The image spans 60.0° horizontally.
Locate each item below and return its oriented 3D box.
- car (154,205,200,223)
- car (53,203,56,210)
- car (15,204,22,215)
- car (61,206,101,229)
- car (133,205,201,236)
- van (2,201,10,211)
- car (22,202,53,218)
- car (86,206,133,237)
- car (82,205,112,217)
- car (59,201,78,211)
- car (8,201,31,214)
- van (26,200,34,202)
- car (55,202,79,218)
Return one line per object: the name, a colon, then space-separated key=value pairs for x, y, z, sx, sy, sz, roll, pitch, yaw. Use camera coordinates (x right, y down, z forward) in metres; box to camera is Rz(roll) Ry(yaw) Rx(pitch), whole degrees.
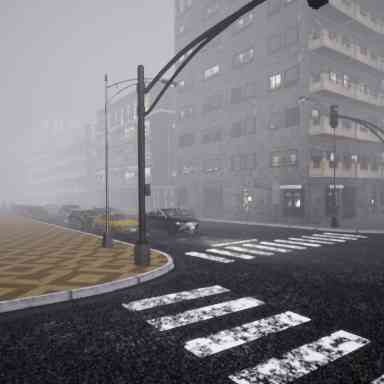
car: x=-1.452 y=1.915 z=30.434 sx=2.008 sy=1.369 sz=4.403 roll=-2 pitch=0 yaw=-36
car: x=-23.805 y=2.517 z=56.527 sx=1.994 sy=1.385 sz=4.181 roll=-1 pitch=-1 yaw=-37
car: x=-21.590 y=2.392 z=43.702 sx=1.802 sy=1.307 sz=4.206 roll=-2 pitch=0 yaw=-36
car: x=-8.205 y=2.002 z=25.473 sx=1.947 sy=1.339 sz=4.313 roll=-2 pitch=0 yaw=-36
car: x=-1.429 y=1.775 z=20.636 sx=2.128 sy=1.511 sz=4.902 roll=-1 pitch=-1 yaw=-36
van: x=-31.636 y=2.432 z=57.374 sx=1.690 sy=1.788 sz=3.998 roll=-2 pitch=0 yaw=-36
car: x=-18.245 y=2.261 z=39.145 sx=1.887 sy=1.381 sz=4.507 roll=-2 pitch=0 yaw=-36
car: x=-4.760 y=1.865 z=20.780 sx=1.752 sy=1.417 sz=4.829 roll=-2 pitch=0 yaw=-36
car: x=-11.375 y=2.206 z=39.593 sx=1.895 sy=1.301 sz=4.718 roll=-1 pitch=-1 yaw=-36
car: x=-21.534 y=2.366 z=57.777 sx=1.967 sy=1.590 sz=4.097 roll=-2 pitch=0 yaw=-36
car: x=-24.937 y=2.448 z=48.259 sx=1.887 sy=1.381 sz=4.507 roll=-2 pitch=0 yaw=-36
van: x=-41.616 y=2.830 z=85.121 sx=1.690 sy=1.788 sz=3.998 roll=-2 pitch=0 yaw=-36
car: x=-13.238 y=2.118 z=36.741 sx=1.837 sy=1.490 sz=4.892 roll=-1 pitch=-1 yaw=-36
